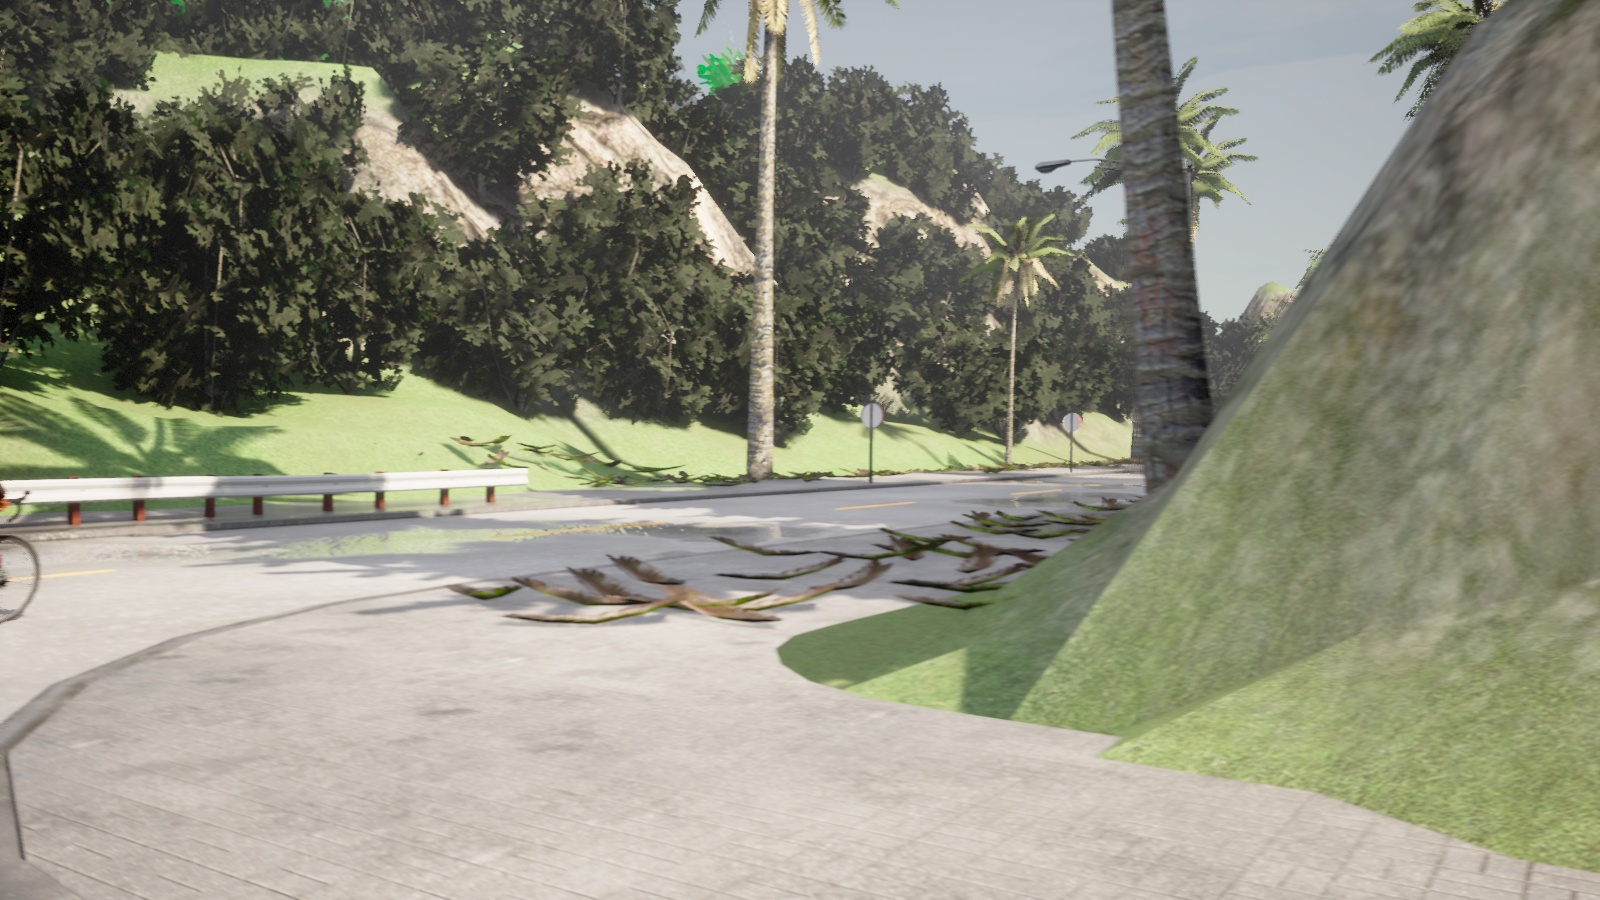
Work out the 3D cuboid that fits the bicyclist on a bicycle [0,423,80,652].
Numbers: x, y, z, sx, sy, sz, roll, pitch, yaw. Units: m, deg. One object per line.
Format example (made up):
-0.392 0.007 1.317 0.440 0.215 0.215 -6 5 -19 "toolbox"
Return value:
-5.963 0.618 8.868 0.582 1.620 1.656 2 1 9 "bicyclist on a bicycle"
